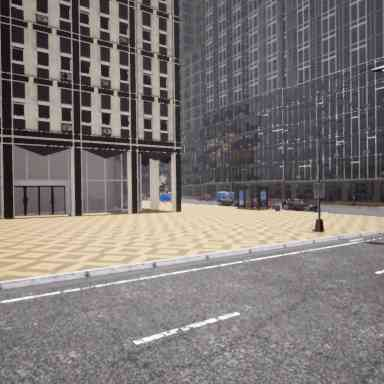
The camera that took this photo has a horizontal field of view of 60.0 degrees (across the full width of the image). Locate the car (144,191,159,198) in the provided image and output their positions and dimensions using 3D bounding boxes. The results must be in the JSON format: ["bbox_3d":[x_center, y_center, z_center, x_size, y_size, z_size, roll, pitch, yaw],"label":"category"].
[{"bbox_3d":[-10.143,0.686,82.809,1.967,1.590,4.097,0,1,-34],"label":"car"}]

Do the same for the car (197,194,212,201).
[{"bbox_3d":[2.664,1.043,64.027,1.802,1.307,4.206,0,1,-34],"label":"car"}]

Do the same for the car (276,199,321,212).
[{"bbox_3d":[11.642,1.424,35.755,1.947,1.339,4.313,0,1,-34],"label":"car"}]

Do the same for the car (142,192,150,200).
[{"bbox_3d":[-10.664,1.040,68.700,2.008,1.369,4.403,0,1,-34],"label":"car"}]

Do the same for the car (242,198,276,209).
[{"bbox_3d":[8.454,1.388,40.463,1.802,1.307,4.206,0,1,-34],"label":"car"}]

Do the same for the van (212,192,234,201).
[{"bbox_3d":[5.865,0.855,59.328,1.690,1.788,3.998,0,1,-34],"label":"van"}]

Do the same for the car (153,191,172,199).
[{"bbox_3d":[-6.941,0.615,78.112,2.192,1.841,5.009,0,1,-34],"label":"car"}]

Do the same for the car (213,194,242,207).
[{"bbox_3d":[5.300,1.319,45.192,1.947,1.339,4.313,0,1,-34],"label":"car"}]

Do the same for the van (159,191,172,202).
[{"bbox_3d":[-4.260,0.937,59.305,1.690,1.788,3.998,0,1,-34],"label":"van"}]
